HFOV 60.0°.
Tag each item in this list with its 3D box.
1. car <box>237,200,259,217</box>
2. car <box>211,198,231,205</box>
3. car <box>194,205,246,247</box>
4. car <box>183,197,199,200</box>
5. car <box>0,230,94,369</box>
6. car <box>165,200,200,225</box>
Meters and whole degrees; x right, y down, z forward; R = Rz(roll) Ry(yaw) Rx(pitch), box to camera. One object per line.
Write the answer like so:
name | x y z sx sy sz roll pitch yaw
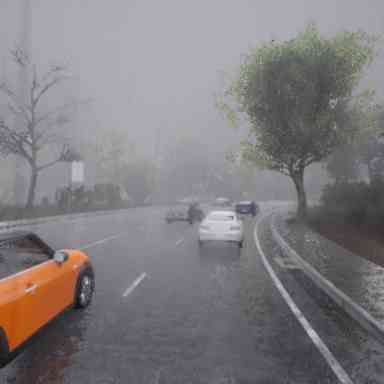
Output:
car | 5.464 1.531 32.624 1.882 1.535 5.008 0 0 17
car | 4.396 1.576 49.447 1.812 1.442 4.674 0 0 26
car | 1.390 1.545 15.076 1.812 1.442 4.674 0 0 8
car | -0.335 1.526 47.451 1.837 1.490 4.892 0 0 24
car | -3.115 1.345 5.012 2.097 1.767 4.553 0 0 2
car | -0.449 1.565 24.475 2.033 1.411 5.357 0 0 13
